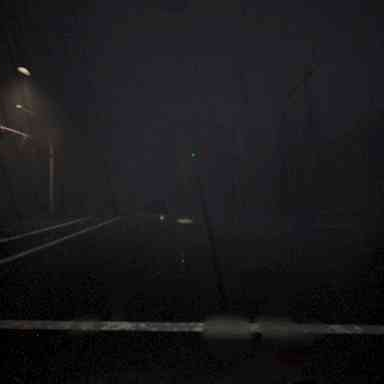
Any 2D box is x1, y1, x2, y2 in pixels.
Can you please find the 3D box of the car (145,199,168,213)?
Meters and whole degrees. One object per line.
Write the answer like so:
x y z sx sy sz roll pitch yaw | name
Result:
-3.513 1.404 33.372 1.994 1.385 4.181 0 1 1 | car
